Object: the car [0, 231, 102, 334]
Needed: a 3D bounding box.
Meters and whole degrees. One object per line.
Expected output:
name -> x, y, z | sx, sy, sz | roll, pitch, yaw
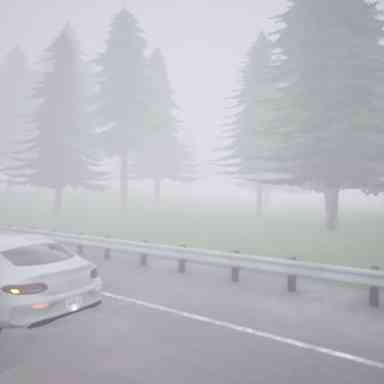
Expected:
car -> -3.719, 1.500, 6.379 | 4.674, 1.442, 1.812 | 0, 0, 34
